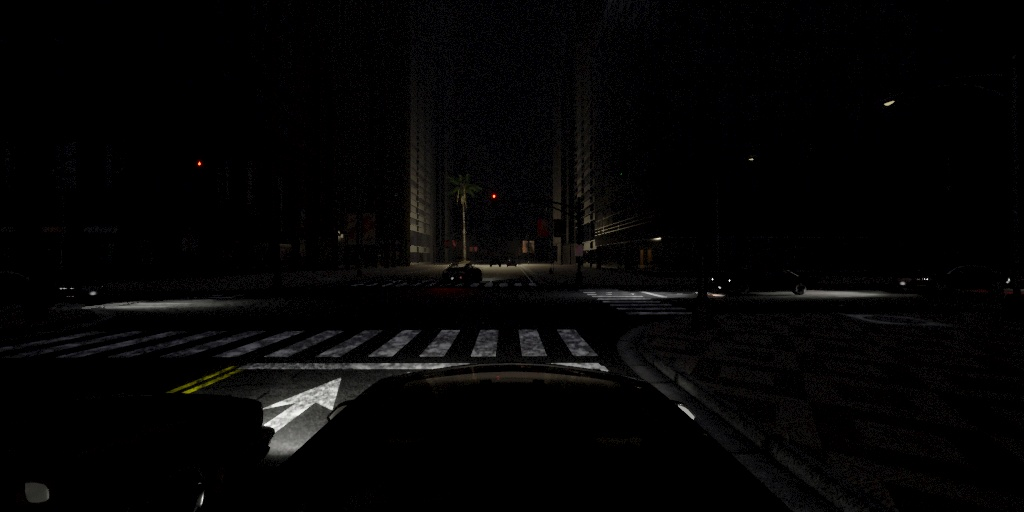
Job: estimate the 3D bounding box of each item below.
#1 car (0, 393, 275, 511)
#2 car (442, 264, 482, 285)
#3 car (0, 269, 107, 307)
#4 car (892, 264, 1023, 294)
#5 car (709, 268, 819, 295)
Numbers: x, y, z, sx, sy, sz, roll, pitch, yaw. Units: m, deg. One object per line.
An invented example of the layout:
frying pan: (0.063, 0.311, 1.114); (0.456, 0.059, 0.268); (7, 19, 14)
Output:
car: (-3.176, 1.297, 0.710); (2.033, 1.411, 5.357); (0, 0, 4)
car: (-3.562, 1.287, 26.265); (2.128, 1.511, 4.902); (0, 0, 10)
car: (-20.062, 1.313, 15.005); (4.902, 1.511, 2.128); (0, 0, -1)
car: (23.002, 1.173, 18.900); (4.902, 1.511, 2.128); (0, 0, -1)
car: (12.996, 1.316, 18.734); (4.718, 1.301, 1.895); (0, 0, -2)
